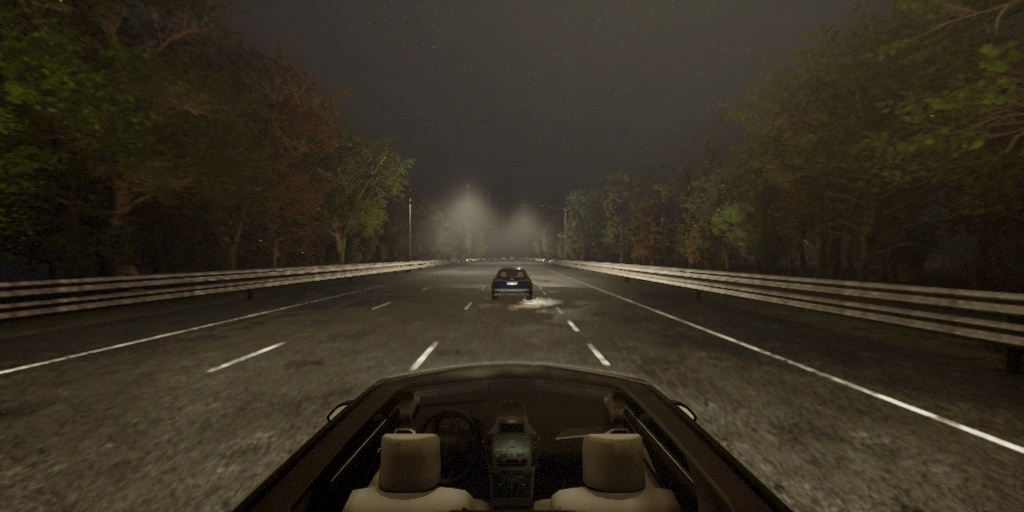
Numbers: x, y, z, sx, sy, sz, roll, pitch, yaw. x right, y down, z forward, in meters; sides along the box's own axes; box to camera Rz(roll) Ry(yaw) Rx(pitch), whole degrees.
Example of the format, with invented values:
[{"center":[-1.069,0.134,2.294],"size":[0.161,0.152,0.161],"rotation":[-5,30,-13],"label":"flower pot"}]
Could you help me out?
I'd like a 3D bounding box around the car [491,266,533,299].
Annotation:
[{"center":[0.004,1.323,18.159],"size":[2.033,1.649,4.856],"rotation":[0,-1,0],"label":"car"}]
